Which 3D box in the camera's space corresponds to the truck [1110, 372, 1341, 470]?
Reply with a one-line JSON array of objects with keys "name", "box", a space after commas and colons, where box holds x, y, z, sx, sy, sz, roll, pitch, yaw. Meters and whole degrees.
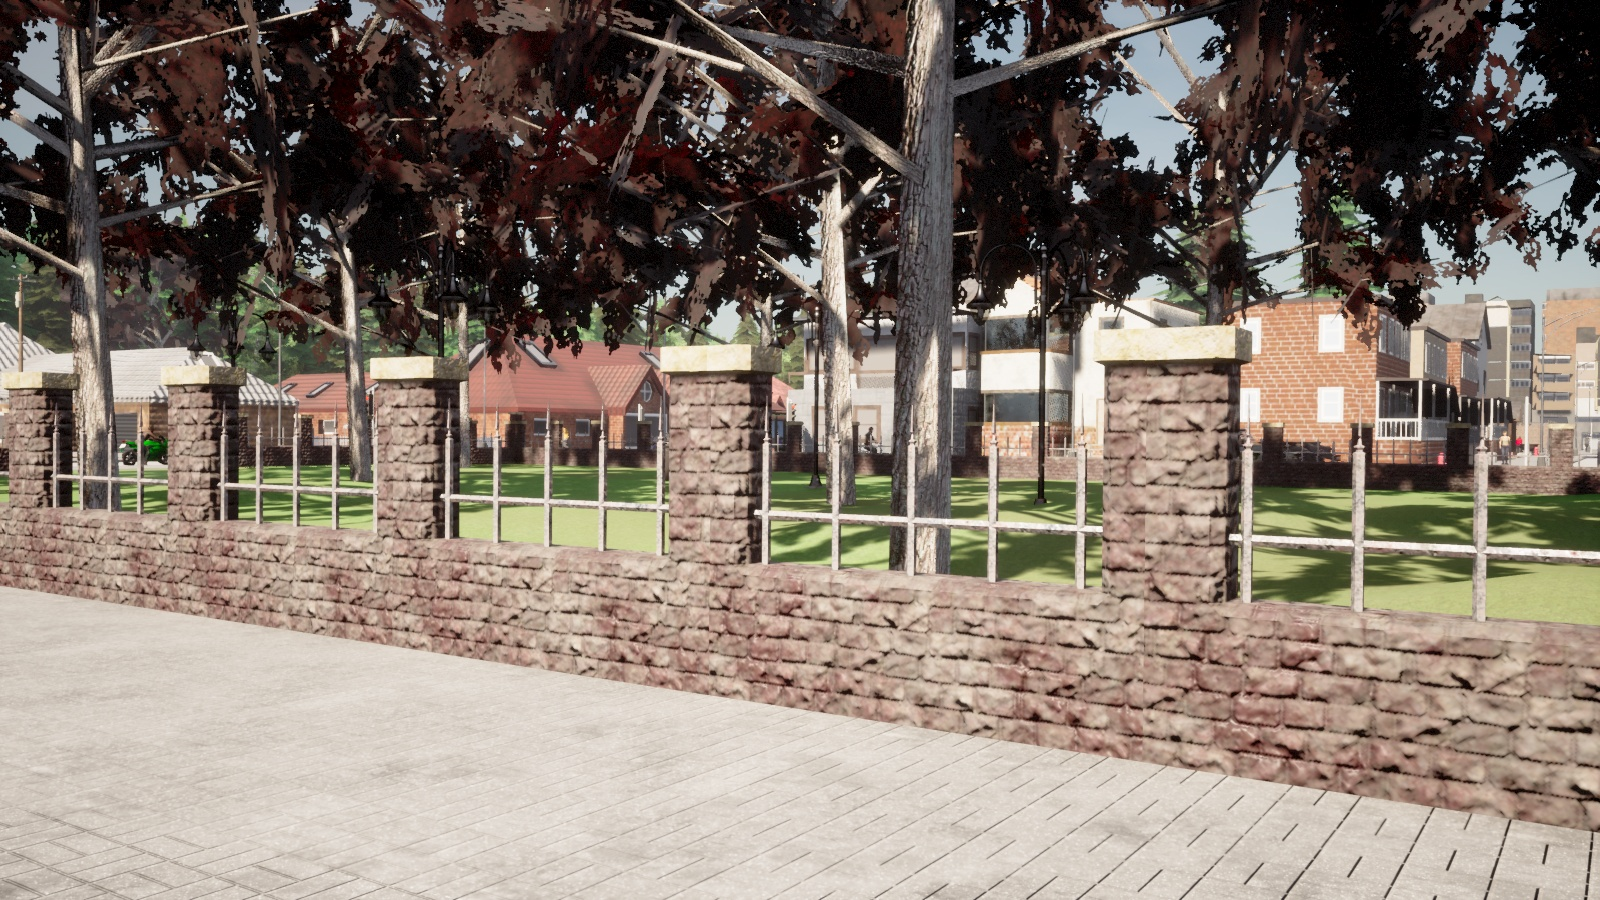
[{"name": "truck", "box": [16.169, -1.051, 47.920, 7.936, 3.462, 2.891, 0, 1, 29]}]

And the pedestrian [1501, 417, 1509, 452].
[{"name": "pedestrian", "box": [37.661, -0.816, 67.105, 0.345, 1.836, 0.594, 0, 1, 33]}]

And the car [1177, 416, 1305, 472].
[{"name": "car", "box": [15.316, -0.208, 43.665, 3.866, 1.878, 1.905, 0, 1, 32]}]

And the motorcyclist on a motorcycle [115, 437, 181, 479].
[{"name": "motorcyclist on a motorcycle", "box": [-24.477, 0.291, 47.157, 0.797, 1.523, 2.044, 0, 1, 32]}]
